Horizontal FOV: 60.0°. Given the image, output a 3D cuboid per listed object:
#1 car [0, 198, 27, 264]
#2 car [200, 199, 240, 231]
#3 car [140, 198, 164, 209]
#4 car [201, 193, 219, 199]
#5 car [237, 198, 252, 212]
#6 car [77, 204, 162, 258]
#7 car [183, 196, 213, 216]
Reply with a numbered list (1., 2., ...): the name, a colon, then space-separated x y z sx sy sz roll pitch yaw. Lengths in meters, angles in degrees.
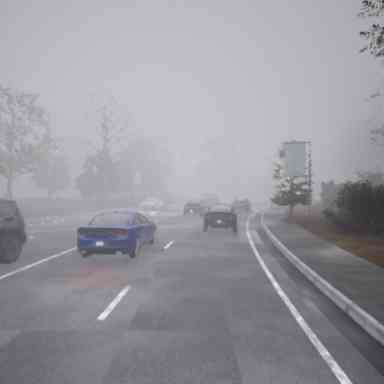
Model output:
1. car: -6.701 1.189 8.856 2.150 2.045 5.566 0 0 4
2. car: 1.840 1.459 20.568 1.882 1.535 5.008 0 0 8
3. car: -4.804 1.448 40.281 1.812 1.442 4.674 0 0 16
4. car: 2.537 1.157 51.495 2.150 2.045 5.566 0 0 21
5. car: 5.781 1.466 38.457 2.128 1.511 4.902 0 0 16
6. car: -2.663 1.453 12.812 1.882 1.535 5.008 0 0 5
7. car: 0.505 1.465 32.080 1.837 1.490 4.892 0 0 13
